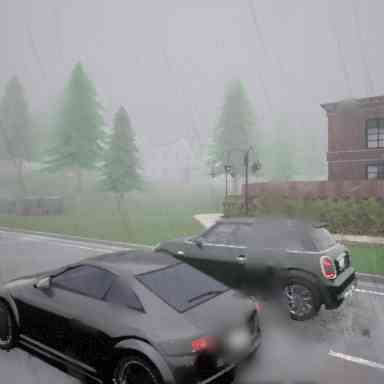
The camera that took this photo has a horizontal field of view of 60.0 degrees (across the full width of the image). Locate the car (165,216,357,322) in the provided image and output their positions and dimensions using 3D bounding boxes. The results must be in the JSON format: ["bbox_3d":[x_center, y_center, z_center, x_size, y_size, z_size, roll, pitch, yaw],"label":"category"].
[{"bbox_3d":[1.104,1.352,7.498,4.553,1.767,2.097,0,0,36],"label":"car"}]

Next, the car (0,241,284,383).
[{"bbox_3d":[-1.109,1.563,4.779,4.181,1.385,1.994,0,0,36],"label":"car"}]
